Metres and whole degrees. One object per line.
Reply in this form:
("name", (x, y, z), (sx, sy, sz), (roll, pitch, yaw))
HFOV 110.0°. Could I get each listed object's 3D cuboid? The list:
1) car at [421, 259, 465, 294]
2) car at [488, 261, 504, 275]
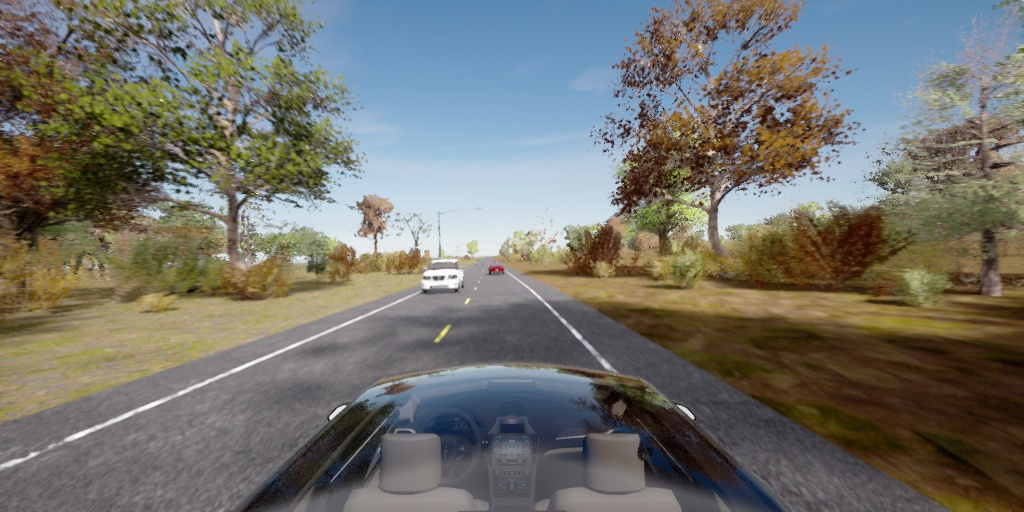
("car", (-4.291, 1.222, 23.062), (2.150, 2.045, 5.566), (-2, 0, -3))
("car", (-1.987, 1.530, 45.639), (1.882, 1.535, 5.008), (-2, 0, -4))
